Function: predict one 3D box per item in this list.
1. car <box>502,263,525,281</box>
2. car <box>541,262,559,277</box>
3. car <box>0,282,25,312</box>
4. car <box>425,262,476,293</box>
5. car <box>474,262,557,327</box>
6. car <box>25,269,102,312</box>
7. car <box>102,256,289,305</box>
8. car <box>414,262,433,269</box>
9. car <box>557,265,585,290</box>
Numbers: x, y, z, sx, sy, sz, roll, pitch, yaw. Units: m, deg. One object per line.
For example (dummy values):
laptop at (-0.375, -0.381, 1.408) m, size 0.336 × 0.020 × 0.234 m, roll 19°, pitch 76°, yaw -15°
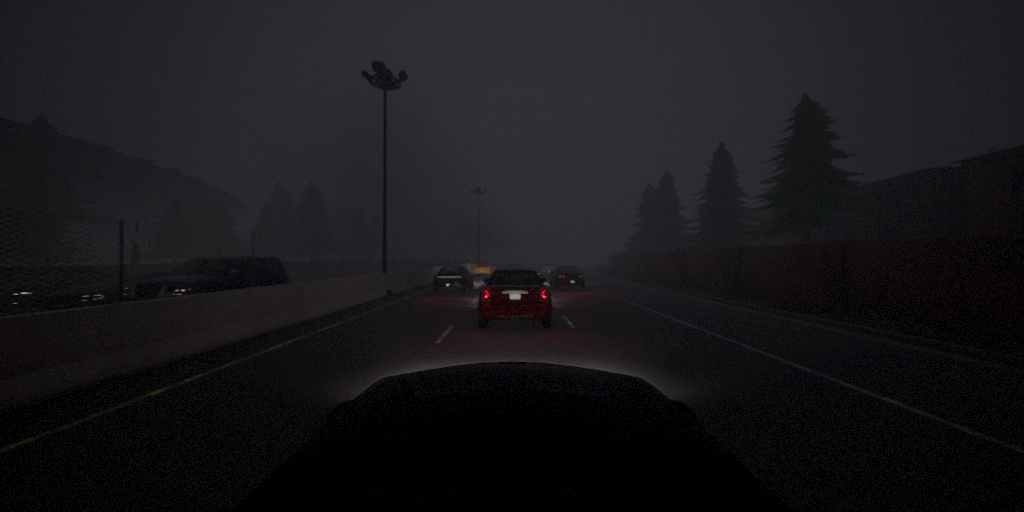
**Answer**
car at (0.220, 1.444, 33.570) m, size 2.033 × 1.411 × 5.357 m, roll 0°, pitch 0°, yaw 2°
car at (4.153, 1.450, 39.585) m, size 1.812 × 1.442 × 4.674 m, roll 0°, pitch 0°, yaw 5°
car at (-17.592, 1.299, 14.576) m, size 2.128 × 1.511 × 4.902 m, roll 0°, pitch 0°, yaw 0°
car at (-3.395, 1.332, 21.353) m, size 2.128 × 1.511 × 4.902 m, roll 0°, pitch 0°, yaw 0°
car at (0.093, 1.148, 11.924) m, size 2.097 × 1.767 × 4.553 m, roll 0°, pitch 0°, yaw 0°
car at (-14.095, 1.281, 13.628) m, size 1.882 × 1.535 × 5.008 m, roll 0°, pitch 0°, yaw 0°
car at (-10.597, 1.023, 13.064) m, size 2.150 × 2.045 × 5.566 m, roll 0°, pitch 0°, yaw 0°
car at (-13.970, 1.610, 58.318) m, size 1.895 × 1.301 × 4.718 m, roll 0°, pitch 0°, yaw 15°
car at (3.590, 1.377, 23.658) m, size 1.812 × 1.442 × 4.674 m, roll 0°, pitch 0°, yaw 0°
